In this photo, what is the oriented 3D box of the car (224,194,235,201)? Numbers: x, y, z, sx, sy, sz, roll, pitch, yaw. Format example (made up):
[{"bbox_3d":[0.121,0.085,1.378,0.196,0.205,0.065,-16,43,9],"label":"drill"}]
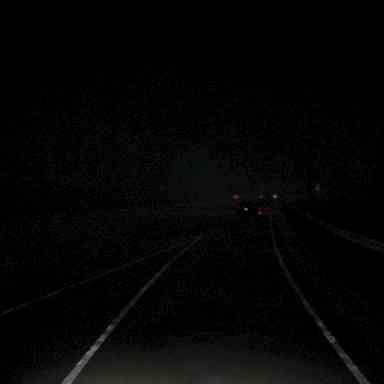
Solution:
[{"bbox_3d":[9.968,1.564,89.575,1.837,1.490,4.892,0,0,20],"label":"car"}]

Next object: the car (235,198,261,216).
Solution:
[{"bbox_3d":[5.632,1.599,33.546,1.994,1.385,4.181,0,0,14],"label":"car"}]

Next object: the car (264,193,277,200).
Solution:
[{"bbox_3d":[19.852,1.328,86.030,2.150,2.045,5.566,0,0,20],"label":"car"}]

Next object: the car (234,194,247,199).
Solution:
[{"bbox_3d":[13.401,1.603,88.776,1.812,1.442,4.674,0,0,20],"label":"car"}]

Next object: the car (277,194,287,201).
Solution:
[{"bbox_3d":[23.274,1.618,85.202,1.837,1.490,4.892,0,0,20],"label":"car"}]

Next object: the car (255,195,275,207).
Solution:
[{"bbox_3d":[11.530,1.591,52.399,1.812,1.442,4.674,0,0,19],"label":"car"}]

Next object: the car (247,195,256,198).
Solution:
[{"bbox_3d":[16.550,1.568,87.193,1.882,1.535,5.008,0,0,20],"label":"car"}]
